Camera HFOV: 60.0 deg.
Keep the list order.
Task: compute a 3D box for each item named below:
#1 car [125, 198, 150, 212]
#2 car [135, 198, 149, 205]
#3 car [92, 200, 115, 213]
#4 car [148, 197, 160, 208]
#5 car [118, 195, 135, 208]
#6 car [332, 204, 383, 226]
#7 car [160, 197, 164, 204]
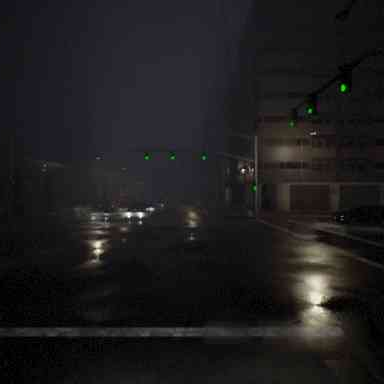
[{"bbox_3d":[-7.113,1.847,43.646,1.895,1.301,4.718,0,0,0],"label":"car"},{"bbox_3d":[-10.535,1.931,70.476,2.033,1.411,5.357,0,0,0],"label":"car"},{"bbox_3d":[-10.616,1.752,40.052,1.812,1.442,4.674,0,0,0],"label":"car"},{"bbox_3d":[-7.108,1.802,55.421,2.128,1.511,4.902,0,0,0],"label":"car"},{"bbox_3d":[-10.608,1.524,54.774,2.150,2.045,5.566,0,1,0],"label":"car"},{"bbox_3d":[12.889,1.641,24.416,4.892,1.490,1.837,-1,0,-1],"label":"car"},{"bbox_3d":[-7.036,1.885,71.258,1.837,1.490,4.892,0,0,0],"label":"car"}]
